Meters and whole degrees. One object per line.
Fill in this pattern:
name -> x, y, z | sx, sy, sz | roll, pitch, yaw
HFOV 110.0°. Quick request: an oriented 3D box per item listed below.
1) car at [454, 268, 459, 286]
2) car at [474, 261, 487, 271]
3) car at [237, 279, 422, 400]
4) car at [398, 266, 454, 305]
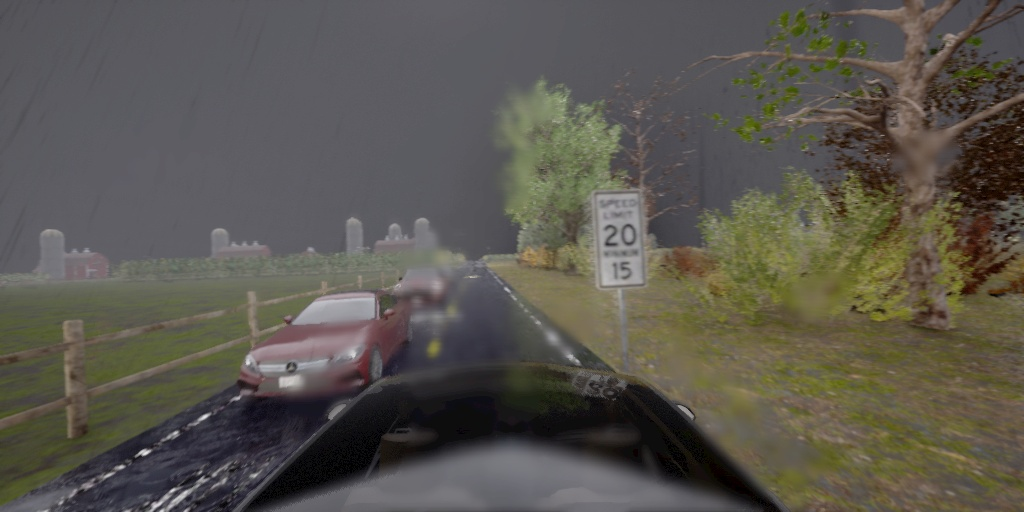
car -> -5.093, 1.492, 27.065 | 1.837, 1.490, 4.892 | -3, 0, -5
car -> -4.644, 1.446, 52.705 | 2.128, 1.511, 4.902 | -3, 0, -6
car -> -3.172, 1.427, 7.104 | 1.812, 1.442, 4.674 | -3, 0, -5
car -> -4.126, 1.296, 16.925 | 2.097, 1.767, 4.553 | -3, 0, -6
